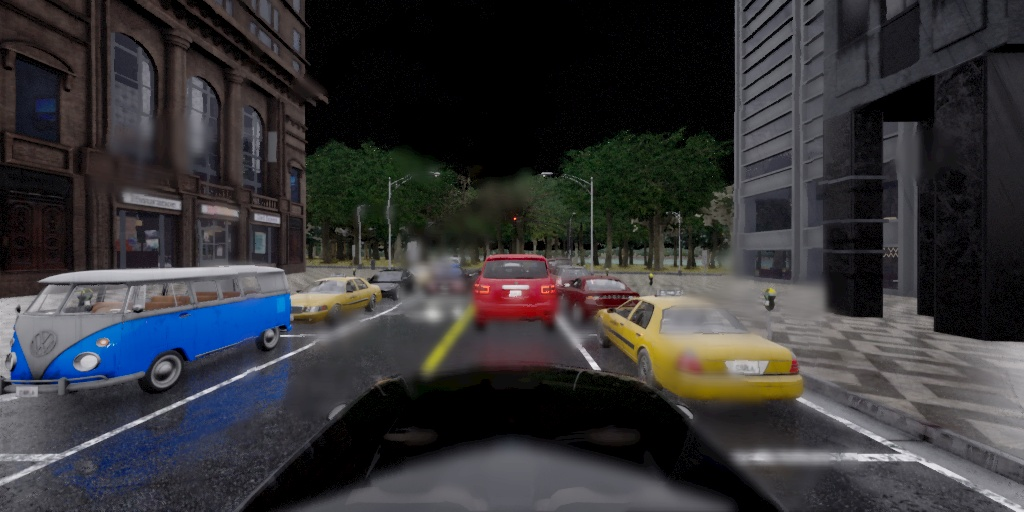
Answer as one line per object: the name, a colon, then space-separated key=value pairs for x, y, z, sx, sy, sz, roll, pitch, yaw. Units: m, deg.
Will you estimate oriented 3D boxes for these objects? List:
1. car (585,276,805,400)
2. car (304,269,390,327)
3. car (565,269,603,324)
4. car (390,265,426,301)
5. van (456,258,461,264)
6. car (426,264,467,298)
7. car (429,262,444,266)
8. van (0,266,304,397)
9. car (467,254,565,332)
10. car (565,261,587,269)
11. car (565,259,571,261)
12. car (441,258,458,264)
car: x=2.763 y=1.275 z=6.527 sx=1.751 sy=1.417 sz=4.829 roll=0 pitch=0 yaw=0
car: x=-5.761 y=1.276 z=11.627 sx=1.751 sy=1.417 sz=4.829 roll=0 pitch=0 yaw=0
car: x=2.764 y=1.295 z=11.795 sx=1.888 sy=1.381 sz=4.507 roll=0 pitch=0 yaw=0
car: x=-5.760 y=1.317 z=17.234 sx=1.948 sy=1.339 sz=4.313 roll=0 pitch=0 yaw=0
van: x=-5.756 y=1.096 z=33.547 sx=1.690 sy=1.789 sz=3.998 roll=0 pitch=0 yaw=0
car: x=-3.083 y=1.315 z=18.413 sx=1.994 sy=1.385 sz=4.181 roll=0 pitch=0 yaw=0
car: x=-5.759 y=1.277 z=22.502 sx=1.751 sy=1.417 sz=4.829 roll=0 pitch=0 yaw=0
van: x=-5.762 y=1.091 z=6.360 sx=1.690 sy=1.789 sz=3.998 roll=0 pitch=0 yaw=0
car: x=0.105 y=0.972 z=11.053 sx=2.150 sy=2.045 sz=5.566 roll=0 pitch=0 yaw=0
car: x=2.765 y=1.191 z=17.232 sx=1.967 sy=1.591 sz=4.097 roll=0 pitch=0 yaw=0
car: x=2.766 y=1.067 z=22.670 sx=2.192 sy=1.841 sz=5.009 roll=0 pitch=0 yaw=0
car: x=-5.758 y=1.193 z=28.109 sx=1.967 sy=1.591 sz=4.097 roll=0 pitch=0 yaw=0
